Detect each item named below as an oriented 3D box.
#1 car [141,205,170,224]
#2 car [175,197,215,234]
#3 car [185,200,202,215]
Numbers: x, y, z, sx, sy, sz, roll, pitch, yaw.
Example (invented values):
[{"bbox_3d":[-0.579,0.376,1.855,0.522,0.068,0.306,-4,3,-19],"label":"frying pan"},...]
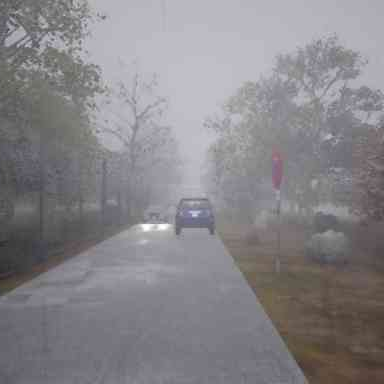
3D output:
[{"bbox_3d":[-2.794,1.719,26.444,1.994,1.385,4.181,0,-1,0],"label":"car"},{"bbox_3d":[0.169,1.308,19.846,2.150,2.045,5.566,0,0,0],"label":"car"},{"bbox_3d":[0.209,1.750,38.503,1.882,1.535,5.008,0,-1,0],"label":"car"}]
